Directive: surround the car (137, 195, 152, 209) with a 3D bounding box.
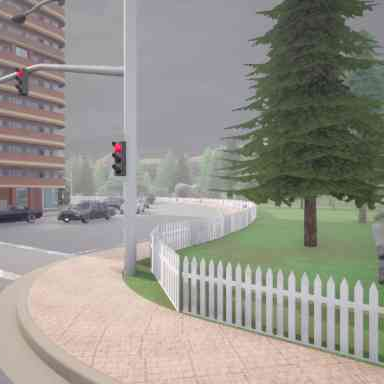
[{"bbox_3d":[-6.896,1.474,44.894,1.812,1.442,4.674,0,0,-13],"label":"car"}]

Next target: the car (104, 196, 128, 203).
[{"bbox_3d":[-15.616,1.497,67.871,5.357,1.411,2.033,0,0,42],"label":"car"}]

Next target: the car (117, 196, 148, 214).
[{"bbox_3d":[-6.138,1.473,34.703,1.812,1.442,4.674,0,0,3],"label":"car"}]

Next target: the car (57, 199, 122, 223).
[{"bbox_3d":[-7.767,1.494,25.259,2.033,1.411,5.357,0,0,17],"label":"car"}]

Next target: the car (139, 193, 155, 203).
[{"bbox_3d":[-8.507,1.453,58.778,1.837,1.490,4.892,0,0,-30],"label":"car"}]

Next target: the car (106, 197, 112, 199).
[{"bbox_3d":[-9.852,1.495,31.811,2.033,1.411,5.357,0,0,8],"label":"car"}]

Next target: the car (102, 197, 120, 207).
[{"bbox_3d":[-12.620,1.513,51.541,1.994,1.385,4.181,0,0,-24],"label":"car"}]

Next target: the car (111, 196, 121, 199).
[{"bbox_3d":[-9.765,1.495,41.885,2.033,1.411,5.357,0,0,-7],"label":"car"}]

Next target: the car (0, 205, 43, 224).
[{"bbox_3d":[-12.652,1.548,22.577,1.895,1.301,4.718,0,0,23],"label":"car"}]

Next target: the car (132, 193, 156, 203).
[{"bbox_3d":[-9.555,1.171,66.406,2.150,2.045,5.566,0,0,-40],"label":"car"}]
